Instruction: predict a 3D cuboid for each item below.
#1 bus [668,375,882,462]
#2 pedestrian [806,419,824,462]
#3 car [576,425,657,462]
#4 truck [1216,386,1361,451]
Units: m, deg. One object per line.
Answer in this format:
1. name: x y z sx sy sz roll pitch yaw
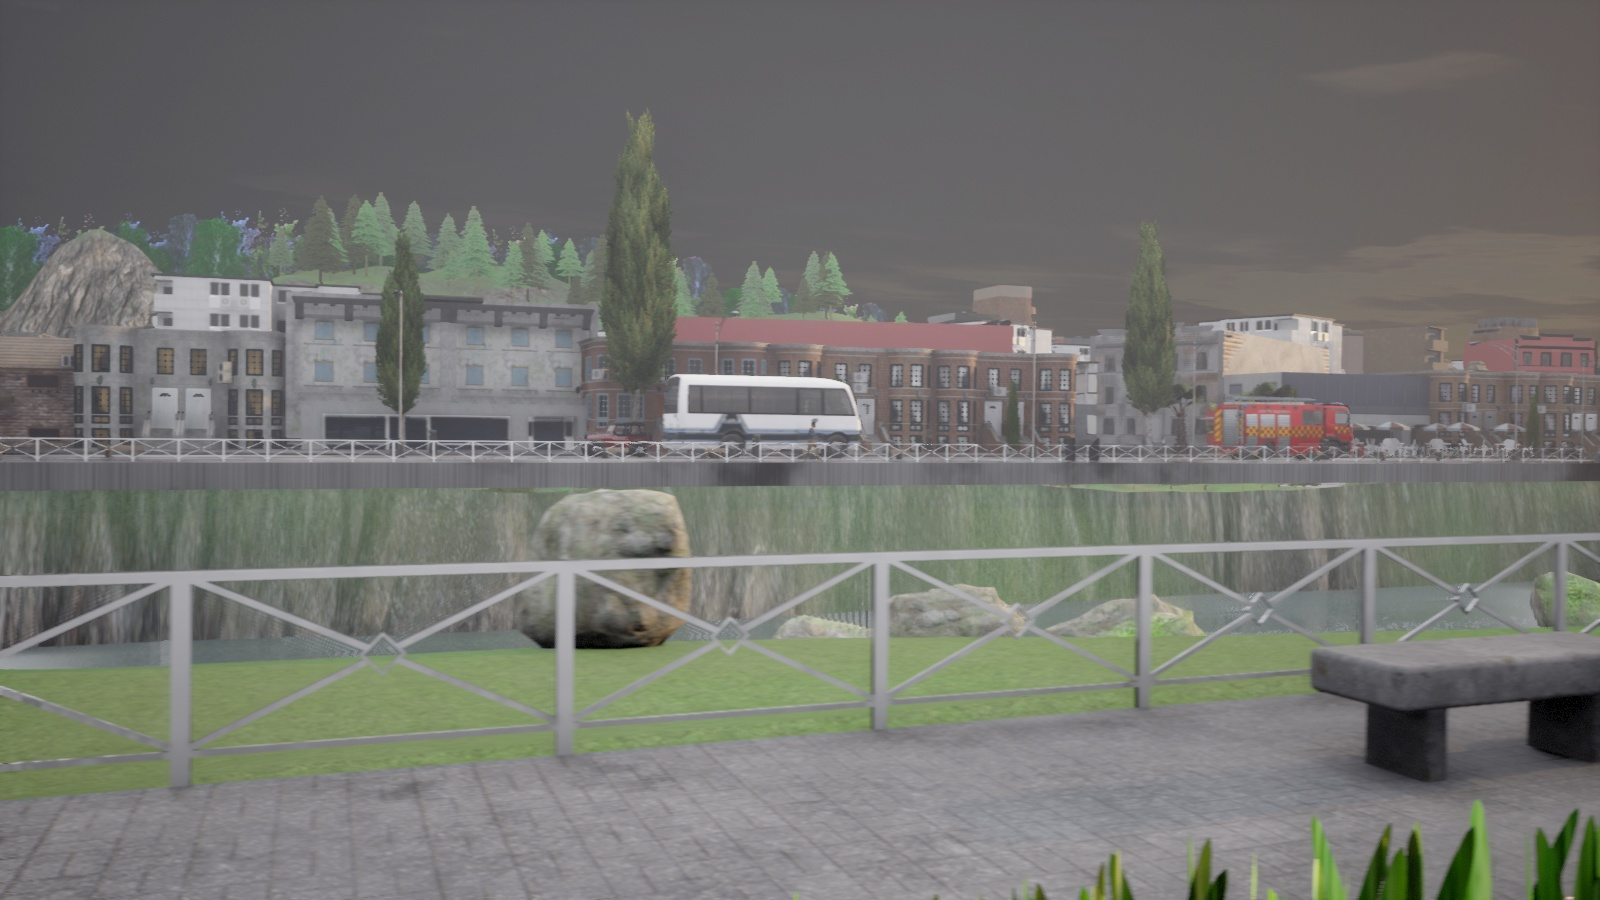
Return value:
1. bus: -1.288 -1.621 64.940 10.273 4.253 3.944 -1 1 -21
2. pedestrian: 0.687 -0.429 57.133 0.788 1.949 0.423 -1 1 1
3. car: -9.678 -0.376 66.044 3.866 1.878 1.905 -1 1 -21
4. truck: 29.884 -1.939 76.787 8.468 3.827 2.891 -1 1 -21
